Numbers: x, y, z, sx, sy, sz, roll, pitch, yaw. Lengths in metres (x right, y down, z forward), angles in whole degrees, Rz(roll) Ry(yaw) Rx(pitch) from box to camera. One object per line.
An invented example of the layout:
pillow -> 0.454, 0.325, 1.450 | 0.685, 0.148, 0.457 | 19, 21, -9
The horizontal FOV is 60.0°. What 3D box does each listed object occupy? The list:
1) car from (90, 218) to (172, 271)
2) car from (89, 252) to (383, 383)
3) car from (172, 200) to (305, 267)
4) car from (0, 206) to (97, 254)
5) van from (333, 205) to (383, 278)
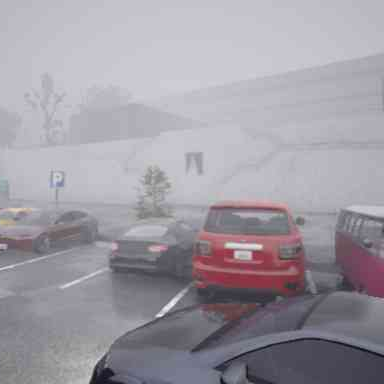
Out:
car -> -0.835, 1.504, 10.075 | 2.002, 1.452, 4.674 | 0, -1, 15
car -> 1.099, 1.562, 2.595 | 4.181, 1.385, 1.994 | 0, 0, 36
car -> 1.604, 1.227, 8.376 | 2.435, 2.045, 5.566 | 0, -1, 15
car -> -5.698, 1.456, 13.516 | 2.163, 1.488, 4.792 | 1, 0, 16
van -> 4.003, 1.261, 6.499 | 1.878, 1.987, 4.442 | 1, 0, 16
